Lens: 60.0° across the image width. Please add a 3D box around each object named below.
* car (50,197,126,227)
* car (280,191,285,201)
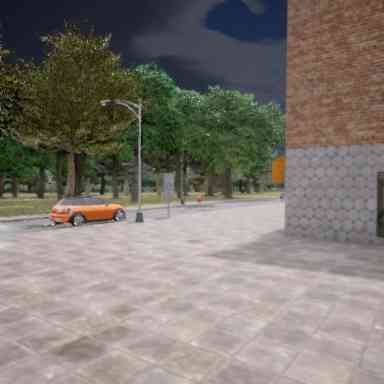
[{"bbox_3d":[-6.261,1.057,20.548,2.097,1.767,4.553,1,2,36],"label":"car"},{"bbox_3d":[14.756,0.560,49.989,2.128,1.511,4.902,1,2,36],"label":"car"}]
